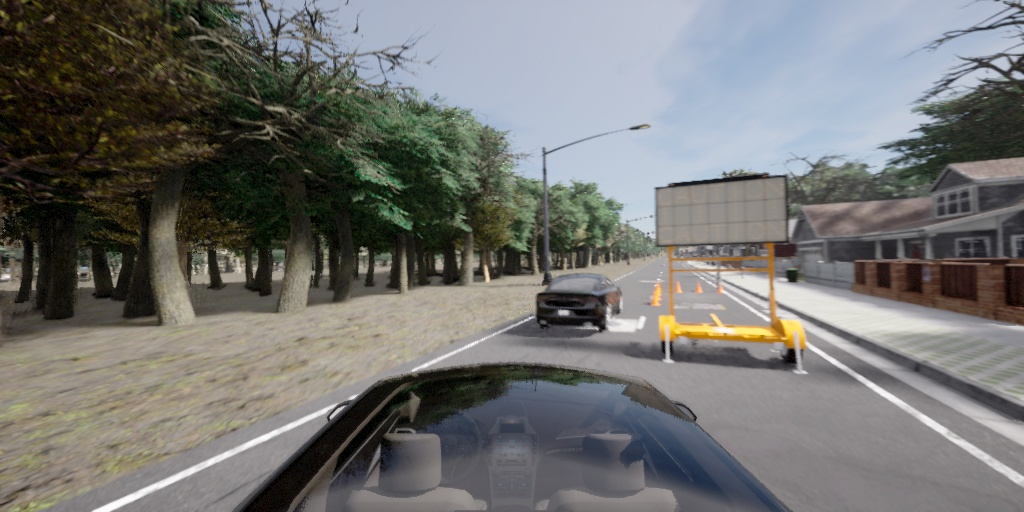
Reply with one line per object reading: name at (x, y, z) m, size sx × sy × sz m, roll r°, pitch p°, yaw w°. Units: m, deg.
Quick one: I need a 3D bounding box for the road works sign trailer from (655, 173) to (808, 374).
road works sign trailer at (4.390, 0.175, 7.578) m, size 2.380 × 3.560 × 2.880 m, roll 0°, pitch 0°, yaw 24°

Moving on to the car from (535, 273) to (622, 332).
car at (2.275, 1.276, 11.282) m, size 1.882 × 1.535 × 5.008 m, roll -2°, pitch -1°, yaw 23°

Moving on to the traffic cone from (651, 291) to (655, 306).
traffic cone at (5.820, 1.709, 14.590) m, size 0.340 × 0.580 × 0.340 m, roll 0°, pitch 0°, yaw 24°
